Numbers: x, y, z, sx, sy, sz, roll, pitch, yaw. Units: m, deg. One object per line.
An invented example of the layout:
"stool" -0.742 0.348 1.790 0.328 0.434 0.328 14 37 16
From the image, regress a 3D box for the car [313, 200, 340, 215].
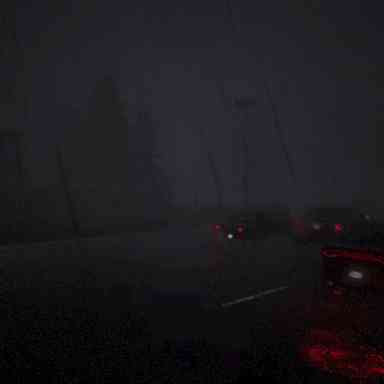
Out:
"car" 13.916 1.557 34.696 1.994 1.385 4.181 0 0 13

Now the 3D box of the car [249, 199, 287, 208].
"car" 5.416 1.488 23.765 1.882 1.535 5.008 0 0 36

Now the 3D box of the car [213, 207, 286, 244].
"car" 3.241 1.610 15.884 4.718 1.301 1.895 0 0 -44

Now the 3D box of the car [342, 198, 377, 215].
"car" 17.579 1.472 35.142 2.128 1.511 4.902 0 0 12

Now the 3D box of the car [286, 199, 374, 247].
"car" 6.200 1.348 14.018 4.553 1.767 2.097 0 0 -44

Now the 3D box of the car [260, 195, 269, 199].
"car" 17.882 1.558 79.190 1.812 1.442 4.674 0 0 -17

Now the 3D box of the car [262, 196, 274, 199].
"car" 11.272 1.578 44.408 1.994 1.385 4.181 0 0 -2

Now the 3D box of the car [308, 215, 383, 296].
"car" 5.069 1.471 8.154 5.008 1.535 1.882 0 0 -41
